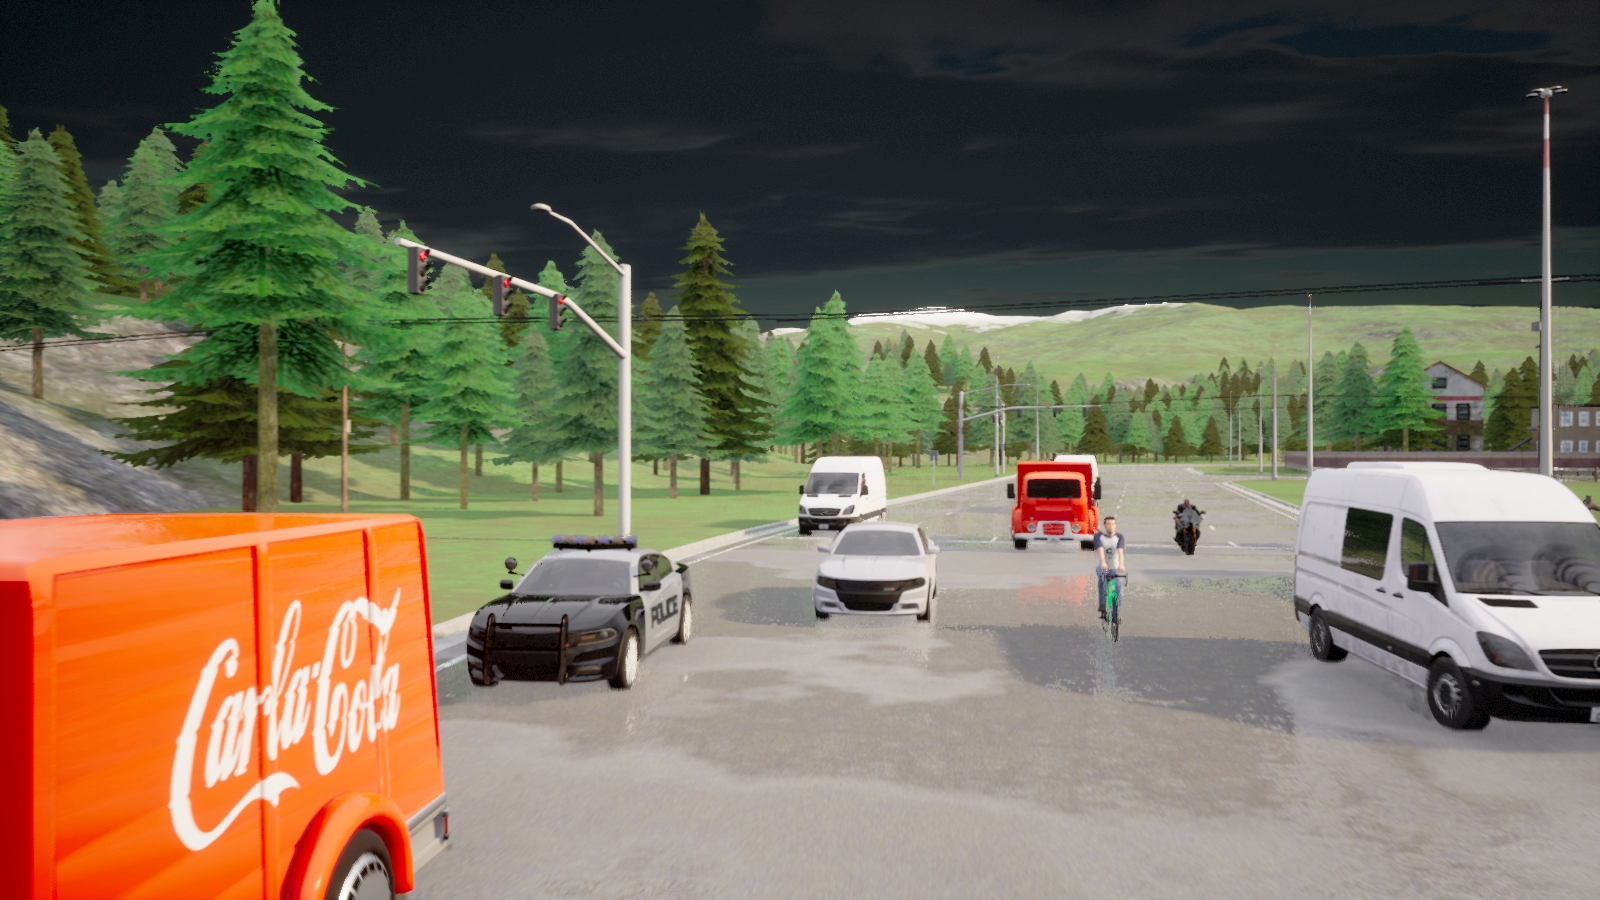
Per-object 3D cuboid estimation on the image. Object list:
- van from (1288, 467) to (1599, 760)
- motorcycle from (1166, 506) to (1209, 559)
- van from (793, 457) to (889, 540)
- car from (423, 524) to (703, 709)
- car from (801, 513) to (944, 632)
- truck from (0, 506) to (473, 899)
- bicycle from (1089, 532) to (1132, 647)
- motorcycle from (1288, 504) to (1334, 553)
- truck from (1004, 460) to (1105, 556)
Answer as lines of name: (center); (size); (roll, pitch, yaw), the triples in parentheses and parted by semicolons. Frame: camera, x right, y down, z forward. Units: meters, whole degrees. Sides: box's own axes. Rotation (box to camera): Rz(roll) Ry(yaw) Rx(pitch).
van: (7.665, 1.530, 13.299); (1.988, 2.561, 5.915); (0, 0, 6)
motorcycle: (10.422, 2.194, 30.779); (0.867, 1.251, 2.209); (0, 0, 13)
van: (1.489, 1.517, 38.546); (1.988, 2.561, 5.915); (0, 0, 15)
car: (-2.812, 1.974, 15.046); (2.097, 1.638, 5.238); (0, 0, 6)
car: (1.429, 2.025, 20.160); (2.097, 1.535, 5.006); (0, 0, 8)
truck: (-3.416, 1.568, 4.424); (2.627, 2.467, 5.204); (0, 0, 2)
bicycle: (4.639, 2.049, 17.110); (0.373, 1.496, 1.643); (1, 0, 7)
motorcycle: (14.301, 2.176, 32.007); (0.803, 1.199, 2.033); (0, 0, 13)
truck: (7.328, 1.556, 32.936); (2.627, 2.467, 5.204); (0, 0, 13)
